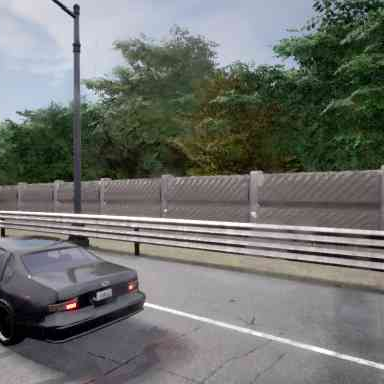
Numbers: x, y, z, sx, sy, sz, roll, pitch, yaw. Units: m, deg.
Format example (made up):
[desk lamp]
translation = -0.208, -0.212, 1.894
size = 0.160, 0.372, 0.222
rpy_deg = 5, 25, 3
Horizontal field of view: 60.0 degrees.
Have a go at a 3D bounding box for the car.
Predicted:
[car]
translation = -3.321, 1.569, 6.376
size = 5.357, 1.411, 2.033
rpy_deg = 0, 0, 36
